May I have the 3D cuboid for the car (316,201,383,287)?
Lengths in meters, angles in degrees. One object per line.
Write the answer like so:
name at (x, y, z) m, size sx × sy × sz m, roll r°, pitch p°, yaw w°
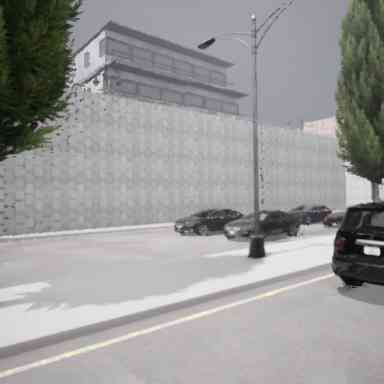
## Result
car at (5.691, 1.242, 8.289) m, size 5.566 × 2.045 × 2.150 m, roll -1°, pitch -1°, yaw -38°

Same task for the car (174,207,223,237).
car at (1.209, 1.696, 19.631) m, size 4.892 × 1.490 × 1.837 m, roll 0°, pitch -1°, yaw -38°

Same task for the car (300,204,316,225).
car at (9.055, 1.700, 25.748) m, size 4.892 × 1.490 × 1.837 m, roll 0°, pitch -1°, yaw -38°

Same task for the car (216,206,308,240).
car at (3.712, 1.659, 17.147) m, size 4.674 × 1.442 × 1.812 m, roll 0°, pitch -1°, yaw -38°

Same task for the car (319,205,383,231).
car at (11.229, 1.688, 23.005) m, size 5.357 × 1.411 × 2.033 m, roll 0°, pitch -1°, yaw -38°
